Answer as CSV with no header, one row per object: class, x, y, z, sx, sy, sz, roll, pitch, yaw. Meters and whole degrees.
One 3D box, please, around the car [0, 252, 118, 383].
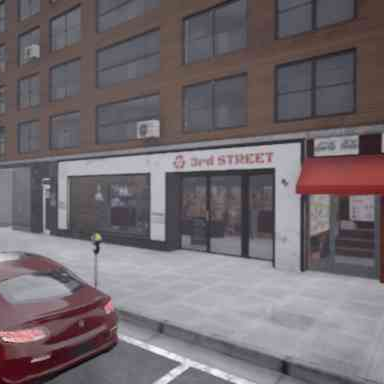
car,-2.876,1.555,4.866,4.206,1.307,1.802,0,0,36
